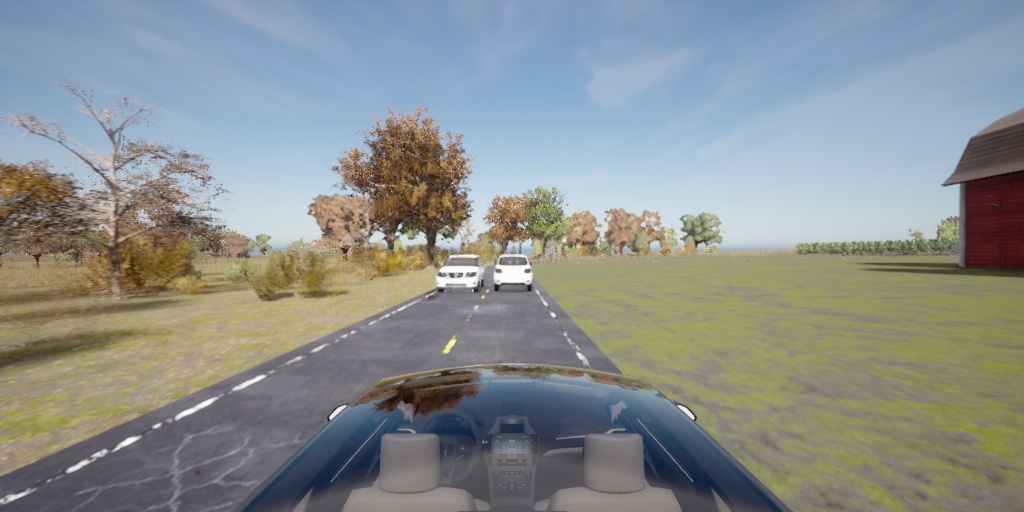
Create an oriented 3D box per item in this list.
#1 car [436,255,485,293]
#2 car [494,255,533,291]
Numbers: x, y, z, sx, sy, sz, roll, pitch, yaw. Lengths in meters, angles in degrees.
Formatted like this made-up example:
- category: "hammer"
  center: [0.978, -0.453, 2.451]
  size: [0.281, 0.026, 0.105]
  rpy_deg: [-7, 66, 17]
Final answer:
- category: "car"
  center: [-2.767, 0.929, 20.525]
  size: [2.150, 2.045, 5.566]
  rpy_deg: [0, 0, 0]
- category: "car"
  center: [0.074, 0.927, 21.751]
  size: [2.150, 2.045, 5.566]
  rpy_deg: [0, 1, 0]
